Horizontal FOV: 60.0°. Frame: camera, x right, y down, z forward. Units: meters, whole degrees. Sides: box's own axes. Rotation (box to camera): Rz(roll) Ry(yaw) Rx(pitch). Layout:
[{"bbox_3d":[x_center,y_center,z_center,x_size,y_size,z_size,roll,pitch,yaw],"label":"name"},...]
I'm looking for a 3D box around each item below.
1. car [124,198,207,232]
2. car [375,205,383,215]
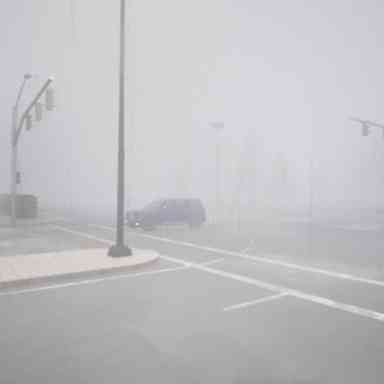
[{"bbox_3d":[-1.599,1.403,21.149,5.566,2.045,2.150,1,0,-35],"label":"car"},{"bbox_3d":[23.270,2.009,38.861,4.674,1.442,1.812,0,0,-36],"label":"car"}]
